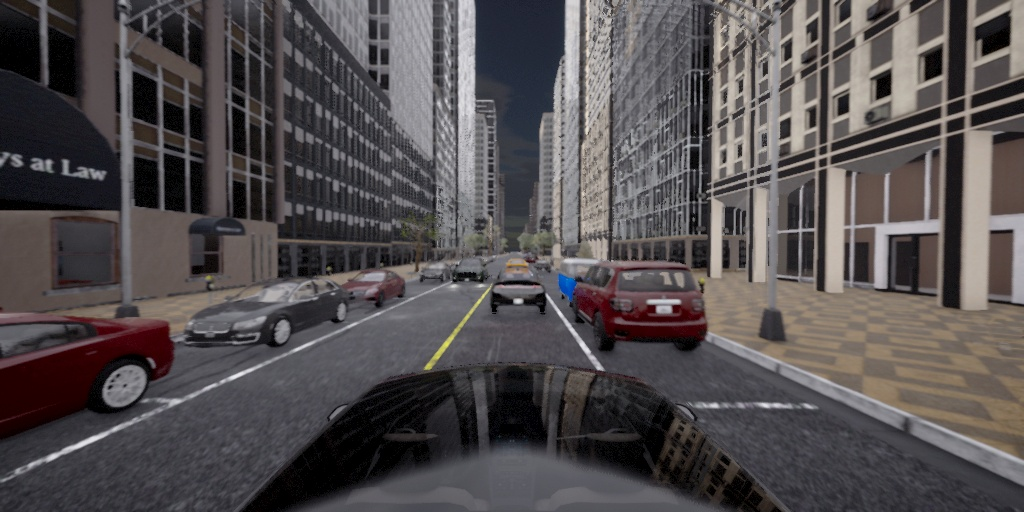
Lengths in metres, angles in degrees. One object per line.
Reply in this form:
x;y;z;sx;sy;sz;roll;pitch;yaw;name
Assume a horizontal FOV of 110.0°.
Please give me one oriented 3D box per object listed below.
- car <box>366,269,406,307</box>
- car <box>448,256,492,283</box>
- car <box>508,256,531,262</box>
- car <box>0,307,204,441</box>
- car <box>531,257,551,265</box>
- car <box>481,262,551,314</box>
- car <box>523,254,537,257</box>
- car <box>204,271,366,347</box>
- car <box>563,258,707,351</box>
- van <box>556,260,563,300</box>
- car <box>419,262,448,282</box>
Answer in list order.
-5.564;1.213;14.585;1.802;1.307;4.207;0;0;1;car
-2.828;0.912;25.031;2.097;1.767;4.553;0;0;1;car
0.415;1.005;30.831;1.882;1.535;5.008;0;0;1;car
-5.693;1.263;3.218;1.888;1.381;4.507;0;0;1;car
3.075;1.039;37.222;2.007;1.370;4.403;0;0;1;car
0.217;1.153;13.382;2.128;1.511;4.902;0;0;1;car
3.333;0.628;59.955;2.192;1.841;5.009;0;0;1;car
-5.629;1.225;8.901;2.007;1.370;4.403;0;0;1;car
2.752;1.020;8.806;2.192;1.841;5.009;0;0;1;car
2.816;1.003;14.489;1.690;1.789;3.998;0;0;1;van
-5.435;1.094;25.951;2.007;1.370;4.403;0;0;1;car
